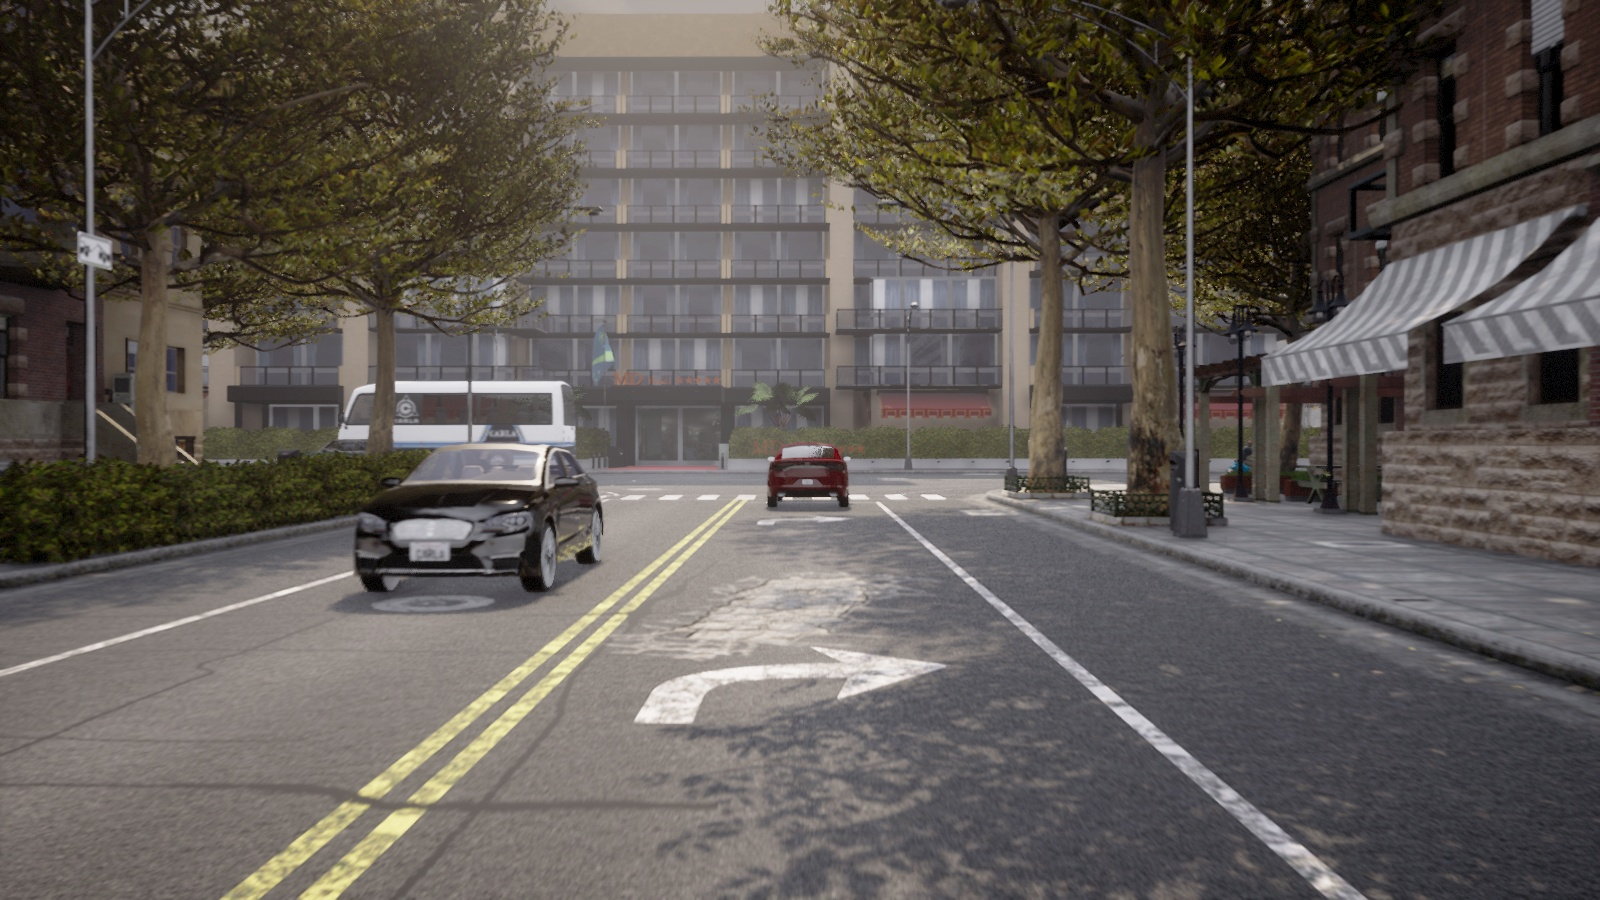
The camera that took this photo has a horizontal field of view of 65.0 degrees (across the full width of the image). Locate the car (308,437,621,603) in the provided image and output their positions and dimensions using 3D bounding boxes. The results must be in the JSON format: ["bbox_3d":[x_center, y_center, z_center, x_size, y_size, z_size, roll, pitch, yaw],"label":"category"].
[{"bbox_3d":[-3.406,0.622,13.888,2.128,1.511,4.902,0,0,0],"label":"car"}]

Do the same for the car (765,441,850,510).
[{"bbox_3d":[0.216,0.553,30.455,1.882,1.535,5.008,0,0,1],"label":"car"}]

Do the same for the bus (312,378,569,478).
[{"bbox_3d":[-15.792,-0.958,55.889,10.273,4.253,3.944,0,0,0],"label":"bus"}]

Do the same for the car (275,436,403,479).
[{"bbox_3d":[-19.176,0.294,52.401,4.553,1.767,2.097,0,0,0],"label":"car"}]
